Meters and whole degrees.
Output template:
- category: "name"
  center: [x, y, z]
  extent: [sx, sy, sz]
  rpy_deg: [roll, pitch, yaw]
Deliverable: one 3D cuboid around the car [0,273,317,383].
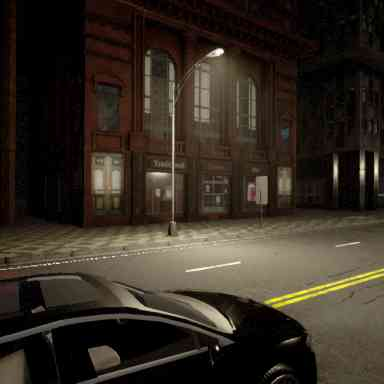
- category: "car"
  center: [-0.959, 1.492, 2.756]
  extent: [4.902, 1.511, 2.128]
  rpy_deg: [0, 0, -35]
